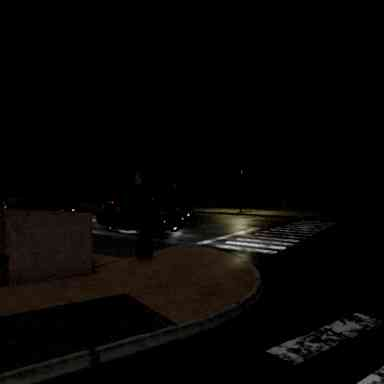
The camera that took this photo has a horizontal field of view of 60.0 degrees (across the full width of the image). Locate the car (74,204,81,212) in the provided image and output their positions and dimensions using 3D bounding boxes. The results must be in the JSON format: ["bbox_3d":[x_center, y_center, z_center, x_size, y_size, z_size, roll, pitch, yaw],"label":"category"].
[{"bbox_3d":[-10.571,1.142,25.809,4.181,1.385,1.994,1,1,30],"label":"car"}]

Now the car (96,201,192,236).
[{"bbox_3d":[-2.641,1.382,17.036,4.718,1.301,1.895,1,1,33],"label":"car"}]

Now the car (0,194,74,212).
[{"bbox_3d":[-10.445,1.131,21.933,4.902,1.511,2.128,1,1,31],"label":"car"}]

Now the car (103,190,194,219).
[{"bbox_3d":[-2.580,0.944,20.819,5.566,2.045,2.150,1,1,31],"label":"car"}]

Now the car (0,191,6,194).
[{"bbox_3d":[-19.468,0.926,31.116,4.892,1.490,1.837,1,1,30],"label":"car"}]

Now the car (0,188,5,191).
[{"bbox_3d":[-26.059,0.415,42.478,5.566,2.045,2.150,1,1,29],"label":"car"}]
